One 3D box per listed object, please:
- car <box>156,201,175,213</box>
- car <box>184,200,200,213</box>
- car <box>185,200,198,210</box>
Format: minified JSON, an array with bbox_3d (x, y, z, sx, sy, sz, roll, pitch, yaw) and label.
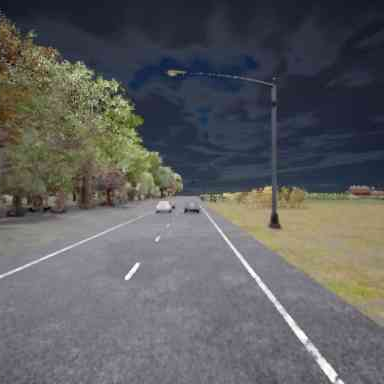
[{"bbox_3d":[-3.511,1.893,42.085,1.812,1.442,4.674,0,0,0],"label":"car"},{"bbox_3d":[-0.011,1.932,42.052,1.994,1.385,4.181,0,0,0],"label":"car"},{"bbox_3d":[-0.012,2.019,52.419,1.994,1.385,4.181,0,0,0],"label":"car"}]
